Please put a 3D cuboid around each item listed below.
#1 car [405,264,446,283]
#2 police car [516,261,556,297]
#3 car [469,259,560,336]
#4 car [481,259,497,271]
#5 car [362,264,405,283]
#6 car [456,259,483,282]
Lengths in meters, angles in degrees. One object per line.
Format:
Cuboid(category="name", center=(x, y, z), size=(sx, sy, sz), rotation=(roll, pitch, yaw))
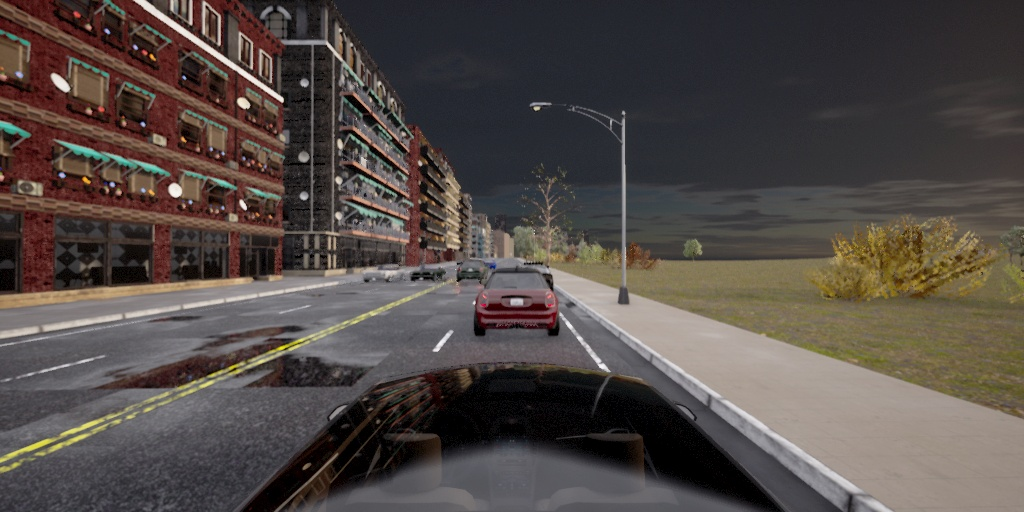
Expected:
Cuboid(category="car", center=(-6.532, 1.332, 28.045), size=(1.895, 1.301, 4.718), rotation=(0, 0, 0))
Cuboid(category="police car", center=(1.186, 1.163, 20.020), size=(1.930, 1.638, 5.238), rotation=(0, 0, 0))
Cuboid(category="car", center=(0.120, 1.096, 10.525), size=(2.097, 1.767, 4.553), rotation=(0, 0, 0))
Cuboid(category="car", center=(-3.028, 1.191, 48.077), size=(1.882, 1.535, 5.008), rotation=(0, 0, 0))
Cuboid(category="car", center=(-9.783, 1.332, 27.637), size=(1.895, 1.301, 4.718), rotation=(0, 0, 0))
Cuboid(category="car", center=(-3.079, 1.084, 28.782), size=(2.097, 1.767, 4.553), rotation=(0, 0, 0))
